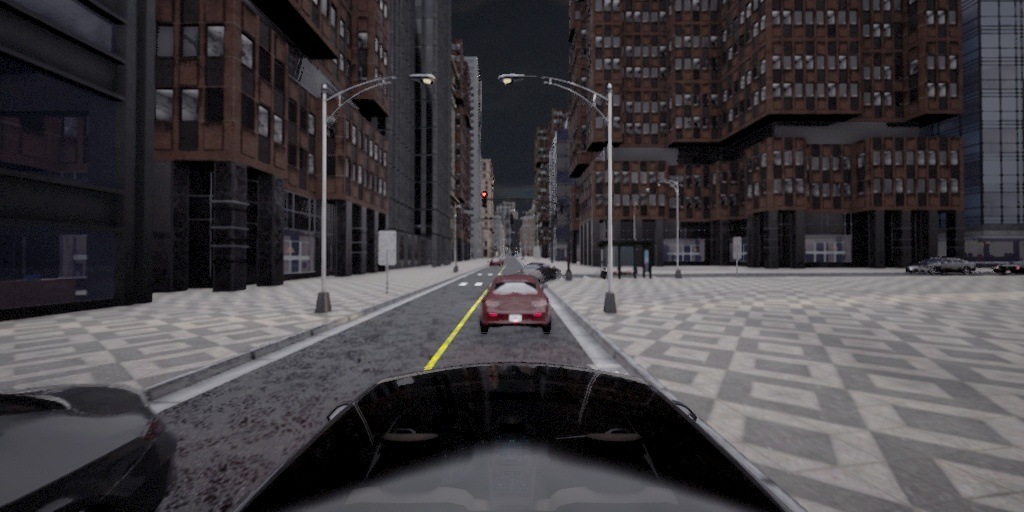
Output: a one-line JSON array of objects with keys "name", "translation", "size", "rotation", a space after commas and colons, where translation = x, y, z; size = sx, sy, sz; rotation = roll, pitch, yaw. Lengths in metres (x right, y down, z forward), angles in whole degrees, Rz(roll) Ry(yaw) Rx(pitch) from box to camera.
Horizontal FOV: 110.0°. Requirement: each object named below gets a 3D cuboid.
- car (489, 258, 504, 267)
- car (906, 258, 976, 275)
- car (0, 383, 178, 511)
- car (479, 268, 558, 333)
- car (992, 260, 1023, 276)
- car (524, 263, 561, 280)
[{"name": "car", "translation": [-2.818, 1.057, 60.655], "size": [1.882, 1.535, 5.008], "rotation": [0, 0, 1]}, {"name": "car", "translation": [38.428, 0.932, 32.231], "size": [4.902, 1.511, 2.128], "rotation": [0, -1, 1]}, {"name": "car", "translation": [-3.107, 1.279, 0.445], "size": [1.812, 1.442, 4.674], "rotation": [0, 0, 0]}, {"name": "car", "translation": [0.104, 1.250, 10.535], "size": [1.812, 1.442, 4.674], "rotation": [0, 0, 1]}, {"name": "car", "translation": [42.513, 0.983, 29.091], "size": [4.718, 1.301, 1.895], "rotation": [0, -1, 1]}, {"name": "car", "translation": [2.079, 1.197, 26.873], "size": [1.994, 1.385, 4.181], "rotation": [0, 1, 31]}]
